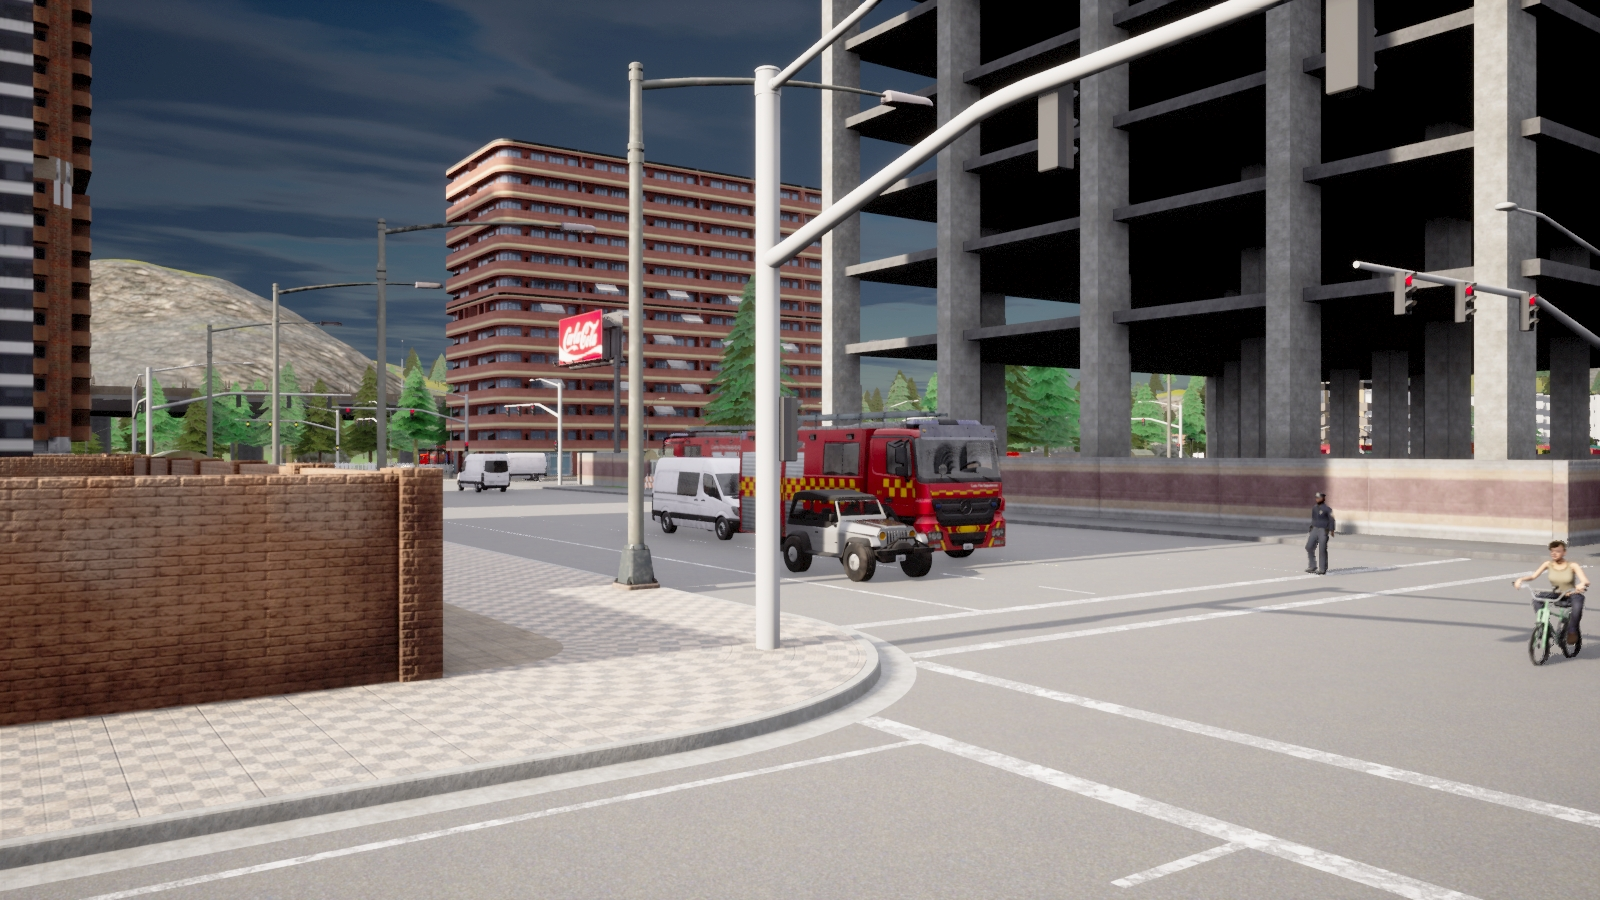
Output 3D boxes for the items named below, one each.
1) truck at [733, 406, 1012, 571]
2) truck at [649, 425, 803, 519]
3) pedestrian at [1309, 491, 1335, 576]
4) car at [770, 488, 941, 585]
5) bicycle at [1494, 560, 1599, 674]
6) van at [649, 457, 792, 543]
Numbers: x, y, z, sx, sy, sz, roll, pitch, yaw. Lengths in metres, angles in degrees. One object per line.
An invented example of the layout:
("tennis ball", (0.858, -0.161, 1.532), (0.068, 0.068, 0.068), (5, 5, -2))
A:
("truck", (1.624, 0.890, 30.842), (2.891, 3.827, 8.468), (0, 0, -35))
("truck", (-3.465, 0.889, 50.588), (2.891, 3.827, 8.468), (0, 0, -34))
("pedestrian", (11.595, 1.847, 25.377), (0.375, 1.860, 0.375), (0, 0, -33))
("car", (1.170, 1.856, 25.789), (1.905, 1.878, 3.866), (0, 0, -35))
("bicycle", (9.935, 2.157, 15.025), (1.487, 1.276, 0.859), (0, 0, -35))
("van", (-2.744, 1.534, 37.625), (1.988, 2.561, 5.915), (0, 0, -34))
